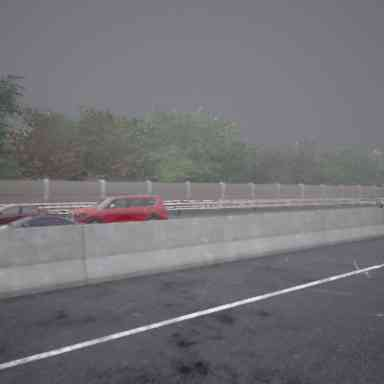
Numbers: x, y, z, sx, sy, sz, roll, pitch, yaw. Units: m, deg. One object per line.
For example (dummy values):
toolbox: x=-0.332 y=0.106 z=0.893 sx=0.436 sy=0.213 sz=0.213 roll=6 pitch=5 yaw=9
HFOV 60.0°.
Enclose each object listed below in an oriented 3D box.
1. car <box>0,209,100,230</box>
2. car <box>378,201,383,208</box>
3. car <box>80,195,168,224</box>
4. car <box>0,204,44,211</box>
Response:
car: x=-5.962 y=1.551 z=12.614 sx=4.181 sy=1.385 sz=1.994 roll=0 pitch=0 yaw=-35
car: x=26.288 y=1.502 z=43.032 sx=5.357 sy=1.411 sz=2.033 roll=0 pitch=0 yaw=-33
car: x=-3.996 y=1.193 z=18.291 sx=5.566 sy=2.045 sz=2.150 roll=0 pitch=0 yaw=-35
car: x=-9.905 y=1.461 z=18.402 sx=5.008 sy=1.535 sz=1.882 roll=0 pitch=0 yaw=-35
